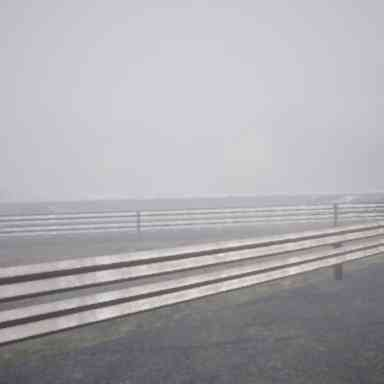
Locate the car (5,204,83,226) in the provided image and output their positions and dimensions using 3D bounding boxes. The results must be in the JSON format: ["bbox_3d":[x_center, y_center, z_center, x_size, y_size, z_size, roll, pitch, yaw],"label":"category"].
[{"bbox_3d":[-9.909,1.582,22.334,4.902,1.511,2.128,-1,1,-11],"label":"car"}]

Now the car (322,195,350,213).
[{"bbox_3d":[13.392,1.054,26.964,4.674,1.442,1.812,-1,1,-11],"label":"car"}]

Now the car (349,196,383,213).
[{"bbox_3d":[14.197,1.032,23.556,4.902,1.511,2.128,-1,1,-11],"label":"car"}]

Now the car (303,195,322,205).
[{"bbox_3d":[12.632,1.021,30.382,4.892,1.490,1.837,-1,0,-11],"label":"car"}]
